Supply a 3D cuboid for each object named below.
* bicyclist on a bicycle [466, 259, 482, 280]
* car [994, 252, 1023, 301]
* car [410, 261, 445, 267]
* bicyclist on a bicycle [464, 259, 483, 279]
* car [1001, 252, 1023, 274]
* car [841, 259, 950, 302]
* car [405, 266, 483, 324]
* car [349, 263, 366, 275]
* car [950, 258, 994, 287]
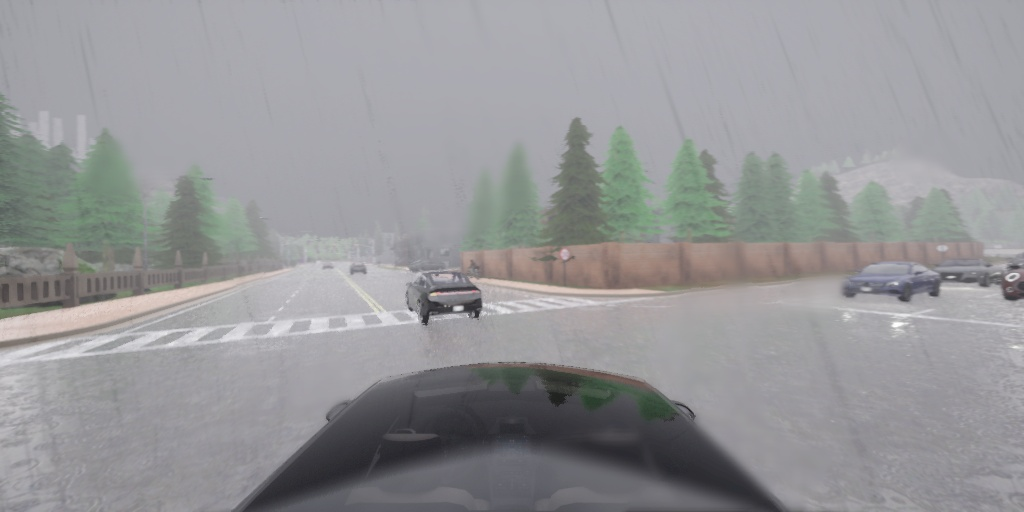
[{"bbox_3d":[-3.127,1.106,29.106,1.656,1.620,0.582,-2,0,33],"label":"bicyclist on a bicycle"},{"bbox_3d":[19.690,0.693,12.798,4.553,1.767,2.097,-1,0,-27],"label":"car"},{"bbox_3d":[-11.331,1.444,48.237,4.902,1.511,2.128,-2,0,-38],"label":"car"},{"bbox_3d":[-3.224,1.108,30.087,1.656,1.620,0.582,-2,0,40],"label":"bicyclist on a bicycle"},{"bbox_3d":[37.738,0.457,25.864,4.902,1.511,2.128,-1,0,-27],"label":"car"},{"bbox_3d":[15.541,0.952,14.649,4.674,1.442,1.812,-1,0,-26],"label":"car"},{"bbox_3d":[-2.485,1.289,12.365,2.128,1.511,4.902,-1,0,-23],"label":"car"},{"bbox_3d":[-20.757,1.654,48.307,2.128,1.511,4.902,-1,0,-27],"label":"car"},{"bbox_3d":[23.569,0.823,18.681,4.181,1.385,1.994,-1,0,-26],"label":"car"}]
